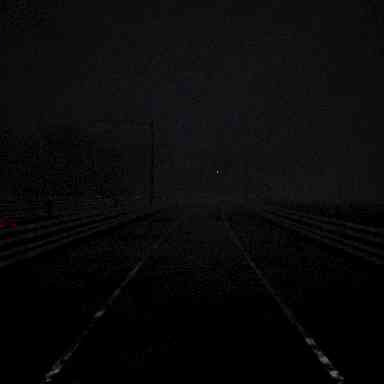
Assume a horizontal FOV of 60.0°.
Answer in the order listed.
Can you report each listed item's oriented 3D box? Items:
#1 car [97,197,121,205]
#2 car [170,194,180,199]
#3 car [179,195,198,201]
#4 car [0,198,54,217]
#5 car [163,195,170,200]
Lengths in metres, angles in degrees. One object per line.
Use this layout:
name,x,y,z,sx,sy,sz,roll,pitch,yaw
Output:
car,-12.081,1.353,48.641,1.994,1.385,4.181,0,0,14
car,-3.019,1.340,81.200,1.882,1.535,5.008,0,0,17
car,-0.724,1.403,76.659,1.994,1.385,4.181,0,0,17
car,-13.516,1.232,27.723,2.128,1.511,4.902,0,0,13
car,-5.870,1.411,83.853,2.033,1.411,5.357,0,0,17
